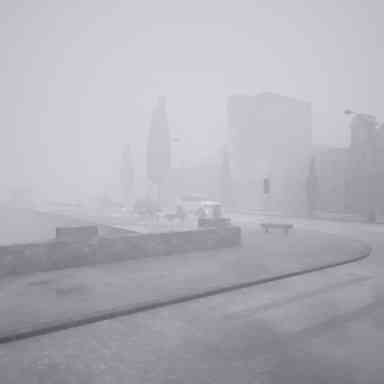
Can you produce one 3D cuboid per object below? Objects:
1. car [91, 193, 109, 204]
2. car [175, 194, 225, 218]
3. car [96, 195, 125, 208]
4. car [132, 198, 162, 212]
[{"bbox_3d":[-17.205,1.221,62.571,2.150,2.045,5.566,0,0,-36],"label":"car"},{"bbox_3d":[0.576,1.222,30.455,2.150,2.045,5.566,0,0,-36],"label":"car"},{"bbox_3d":[-11.372,1.547,47.228,2.033,1.411,5.357,0,0,-36],"label":"car"},{"bbox_3d":[-5.339,1.505,38.746,1.837,1.490,4.892,0,0,-36],"label":"car"}]
